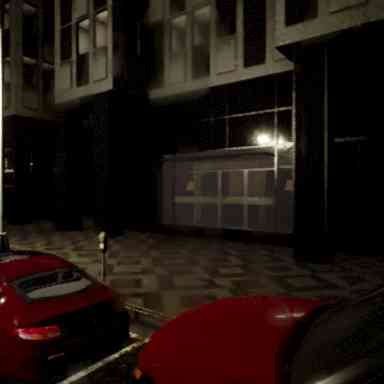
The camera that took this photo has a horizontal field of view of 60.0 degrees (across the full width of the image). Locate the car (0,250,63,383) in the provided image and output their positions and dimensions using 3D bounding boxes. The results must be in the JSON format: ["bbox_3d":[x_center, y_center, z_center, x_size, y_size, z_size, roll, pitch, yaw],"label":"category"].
[{"bbox_3d":[-2.735,1.539,4.895,4.206,1.307,1.802,0,0,35],"label":"car"}]

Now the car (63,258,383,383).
[{"bbox_3d":[1.837,1.307,1.654,5.009,1.841,2.192,0,0,35],"label":"car"}]
